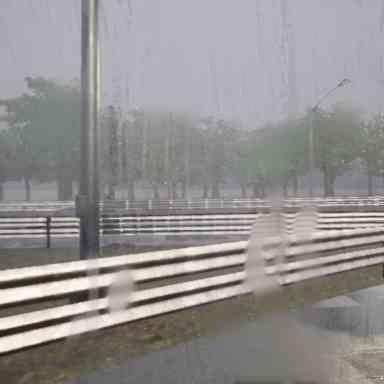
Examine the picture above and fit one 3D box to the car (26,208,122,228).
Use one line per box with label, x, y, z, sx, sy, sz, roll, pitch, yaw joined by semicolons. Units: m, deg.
car;-6.991;1.699;20.022;5.357;1.411;2.033;-1;1;-2
